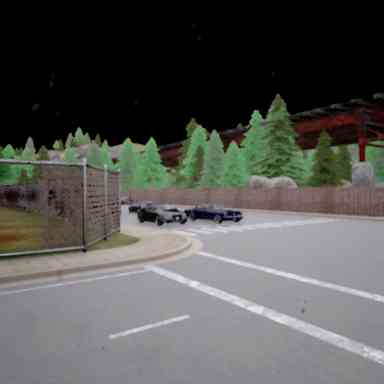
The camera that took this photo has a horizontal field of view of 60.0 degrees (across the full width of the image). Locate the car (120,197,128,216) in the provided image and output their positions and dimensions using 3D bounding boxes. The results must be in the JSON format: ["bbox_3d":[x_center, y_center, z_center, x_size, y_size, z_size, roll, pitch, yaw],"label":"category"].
[{"bbox_3d":[-8.074,1.433,31.047,1.837,1.490,4.892,0,0,-36],"label":"car"}]

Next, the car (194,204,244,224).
[{"bbox_3d":[1.501,1.505,23.747,1.895,1.301,4.718,0,0,-36],"label":"car"}]

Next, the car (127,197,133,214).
[{"bbox_3d":[-4.506,1.469,32.082,1.994,1.385,4.181,0,0,-36],"label":"car"}]

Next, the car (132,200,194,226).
[{"bbox_3d":[-2.089,1.491,22.745,1.994,1.385,4.181,0,0,-36],"label":"car"}]
